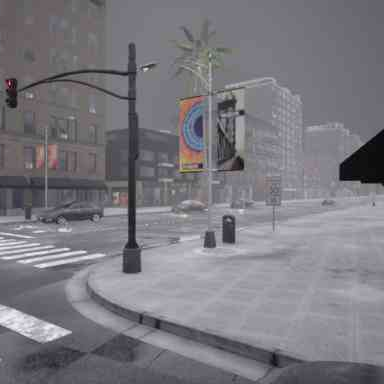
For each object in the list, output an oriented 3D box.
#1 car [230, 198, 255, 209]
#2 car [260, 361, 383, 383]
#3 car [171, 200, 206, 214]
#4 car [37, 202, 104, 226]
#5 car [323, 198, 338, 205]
[{"bbox_3d":[7.100,1.577,46.358,1.837,1.490,4.892,0,0,36],"label":"car"},{"bbox_3d":[2.171,1.551,1.302,4.403,1.369,2.008,0,0,35],"label":"car"},{"bbox_3d":[-0.277,1.568,35.920,1.812,1.442,4.674,0,0,36],"label":"car"},{"bbox_3d":[-8.638,1.522,24.043,1.837,1.490,4.892,0,0,35],"label":"car"},{"bbox_3d":[25.249,1.704,60.580,1.994,1.385,4.181,0,0,35],"label":"car"}]
